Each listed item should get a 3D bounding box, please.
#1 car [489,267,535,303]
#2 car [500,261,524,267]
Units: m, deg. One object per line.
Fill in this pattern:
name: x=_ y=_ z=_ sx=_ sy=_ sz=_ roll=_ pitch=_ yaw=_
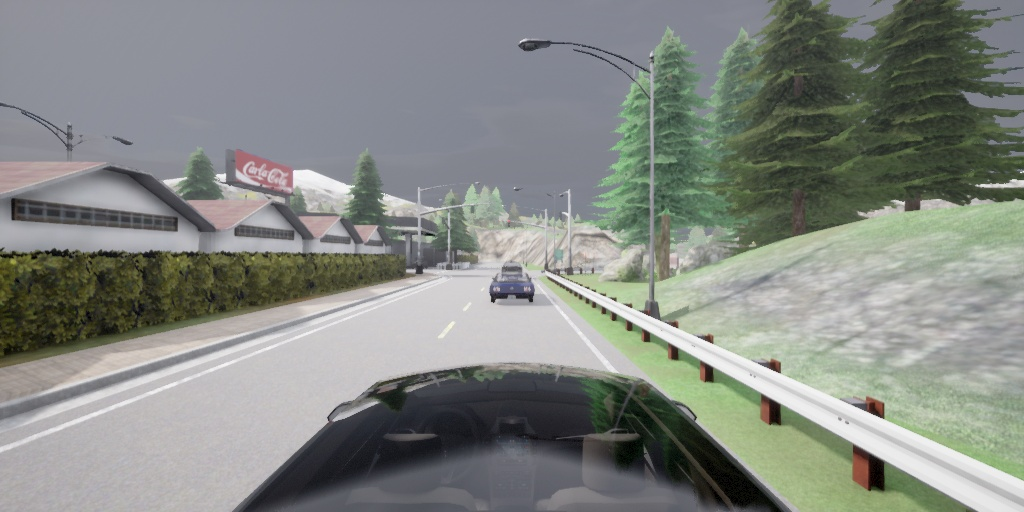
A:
car: x=0.001 y=1.355 z=16.530 sx=1.895 sy=1.301 sz=4.718 roll=0 pitch=0 yaw=0
car: x=0.001 y=1.209 z=31.500 sx=1.882 sy=1.535 sz=5.008 roll=0 pitch=0 yaw=0
